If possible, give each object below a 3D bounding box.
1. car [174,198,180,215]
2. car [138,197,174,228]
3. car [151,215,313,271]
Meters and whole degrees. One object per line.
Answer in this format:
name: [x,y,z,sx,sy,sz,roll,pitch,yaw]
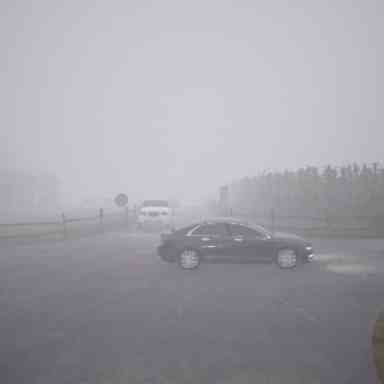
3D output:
car: [-2.713,1.761,36.413,2.033,1.411,5.357,0,0,0]
car: [-2.616,1.436,24.347,2.150,2.045,5.566,0,0,-2]
car: [1.326,1.617,10.657,4.892,1.490,1.837,0,0,0]
